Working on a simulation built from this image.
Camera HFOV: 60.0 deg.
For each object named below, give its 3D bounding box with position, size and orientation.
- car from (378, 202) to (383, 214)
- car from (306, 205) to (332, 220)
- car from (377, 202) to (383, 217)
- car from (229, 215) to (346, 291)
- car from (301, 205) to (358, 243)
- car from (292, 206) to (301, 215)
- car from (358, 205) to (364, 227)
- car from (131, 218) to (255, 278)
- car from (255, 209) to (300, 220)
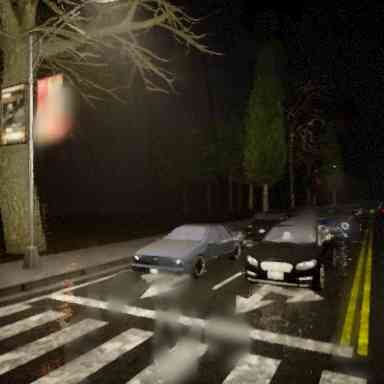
[{"bbox_3d":[27.862,2.252,47.792,1.837,1.490,4.892,-1,-2,28],"label":"car"},{"bbox_3d":[13.801,2.168,36.018,1.994,1.385,4.181,-1,-1,29],"label":"car"},{"bbox_3d":[22.930,2.127,38.801,2.033,1.411,5.357,-1,-2,29],"label":"car"},{"bbox_3d":[3.075,1.676,9.763,2.128,1.511,4.902,-1,-1,29],"label":"car"},{"bbox_3d":[7.492,1.646,17.842,2.097,1.767,4.553,-1,-1,29],"label":"car"},{"bbox_3d":[8.950,1.972,27.245,1.837,1.490,4.892,-1,-1,29],"label":"car"},{"bbox_3d":[12.332,1.983,26.648,1.994,1.385,4.181,-1,-1,29],"label":"car"},{"bbox_3d":[0.243,1.795,11.384,2.033,1.411,5.357,-1,-1,29],"label":"car"},{"bbox_3d":[4.690,1.921,19.484,1.994,1.385,4.181,-1,-1,29],"label":"car"}]
